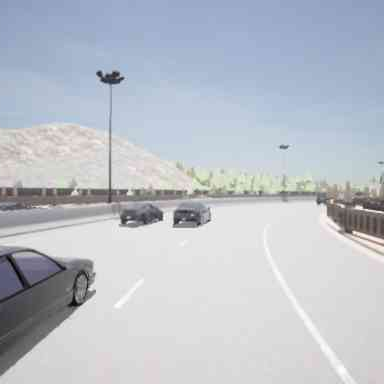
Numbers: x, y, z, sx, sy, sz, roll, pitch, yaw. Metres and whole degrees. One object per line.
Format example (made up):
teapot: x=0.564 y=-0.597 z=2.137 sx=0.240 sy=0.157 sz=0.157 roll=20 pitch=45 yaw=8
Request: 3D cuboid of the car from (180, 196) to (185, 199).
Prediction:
car: x=-0.756 y=1.448 z=61.642 sx=2.033 sy=1.411 sz=5.357 roll=0 pitch=0 yaw=36

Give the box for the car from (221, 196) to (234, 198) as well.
car: x=6.133 y=1.438 z=59.205 sx=1.837 sy=1.490 sz=4.892 roll=0 pitch=0 yaw=37

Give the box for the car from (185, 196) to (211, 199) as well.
car: x=1.456 y=1.392 z=58.777 sx=1.882 sy=1.535 sz=5.008 roll=0 pitch=0 yaw=35

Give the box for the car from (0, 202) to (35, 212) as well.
car: x=-11.616 y=1.420 z=20.426 sx=1.837 sy=1.490 sz=4.892 roll=0 pitch=0 yaw=13

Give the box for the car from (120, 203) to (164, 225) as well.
car: x=-3.474 y=1.473 z=23.518 sx=1.812 sy=1.442 sz=4.674 roll=0 pitch=0 yaw=15

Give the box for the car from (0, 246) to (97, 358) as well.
car: x=-3.161 y=1.525 z=4.904 sx=2.033 sy=1.411 sz=5.357 roll=0 pitch=0 yaw=4

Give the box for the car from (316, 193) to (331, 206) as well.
car: x=22.534 y=1.237 z=55.369 sx=2.150 sy=2.045 sz=5.566 roll=0 pitch=0 yaw=41

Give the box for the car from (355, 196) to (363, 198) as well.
car: x=34.624 y=1.557 z=68.598 sx=4.902 sy=1.511 sz=2.128 roll=0 pitch=0 yaw=-41

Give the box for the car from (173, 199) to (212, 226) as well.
car: x=0.102 y=1.469 z=23.312 sx=1.837 sy=1.490 sz=4.892 roll=0 pitch=0 yaw=15
